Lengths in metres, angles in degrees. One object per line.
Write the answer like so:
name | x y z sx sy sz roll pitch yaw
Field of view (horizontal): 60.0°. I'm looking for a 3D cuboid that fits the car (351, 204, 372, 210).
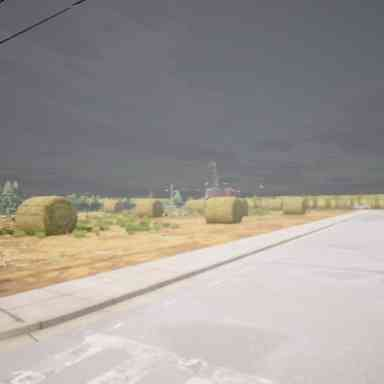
car | 42.925 3.744 84.377 4.674 1.442 1.812 -2 -2 33
